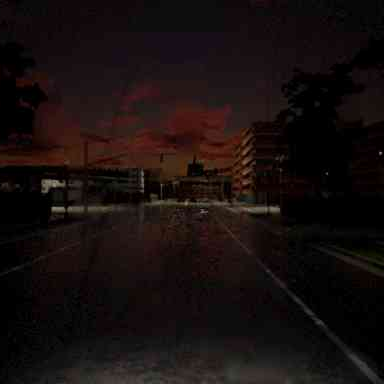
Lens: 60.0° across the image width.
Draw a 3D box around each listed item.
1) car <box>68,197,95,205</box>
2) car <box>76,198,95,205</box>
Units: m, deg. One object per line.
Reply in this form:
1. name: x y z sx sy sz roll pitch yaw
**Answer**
1. car: -23.337 1.941 69.384 4.611 1.667 2.242 0 -1 1
2. car: -24.055 2.155 75.133 3.806 1.475 1.970 0 -1 1
